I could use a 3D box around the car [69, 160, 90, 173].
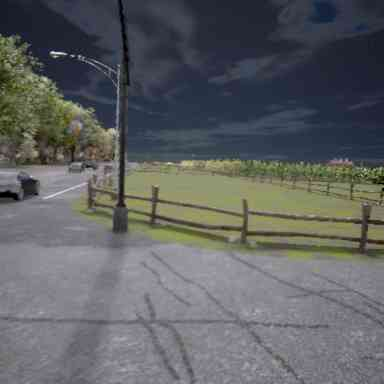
[{"bbox_3d":[-17.341,-3.697,50.413,2.128,1.511,4.902,2,5,-8],"label":"car"}]

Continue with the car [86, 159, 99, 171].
[{"bbox_3d":[-19.212,-5.175,63.490,2.150,2.045,5.566,2,5,-8],"label":"car"}]

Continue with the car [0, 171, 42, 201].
[{"bbox_3d":[-9.278,-0.401,17.143,1.994,1.385,4.181,2,5,-8],"label":"car"}]

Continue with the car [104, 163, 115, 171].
[{"bbox_3d":[-15.699,-4.759,63.901,1.837,1.490,4.892,2,5,-8],"label":"car"}]
